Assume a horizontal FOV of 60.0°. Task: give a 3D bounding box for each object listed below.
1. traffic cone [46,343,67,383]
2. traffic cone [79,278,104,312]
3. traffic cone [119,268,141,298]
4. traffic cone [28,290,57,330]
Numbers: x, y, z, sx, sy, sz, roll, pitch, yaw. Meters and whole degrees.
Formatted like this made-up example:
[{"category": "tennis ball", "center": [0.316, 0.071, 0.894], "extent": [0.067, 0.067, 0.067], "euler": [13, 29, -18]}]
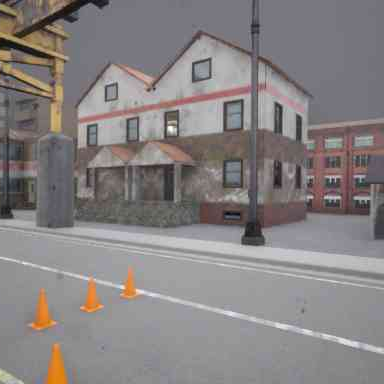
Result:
[{"category": "traffic cone", "center": [-1.479, 1.952, 3.625], "extent": [0.340, 0.580, 0.340], "euler": [0, 0, 36]}, {"category": "traffic cone", "center": [-1.931, 1.949, 6.417], "extent": [0.340, 0.580, 0.340], "euler": [0, 0, 36]}, {"category": "traffic cone", "center": [-1.346, 1.949, 7.228], "extent": [0.340, 0.580, 0.340], "euler": [0, 0, 36]}, {"category": "traffic cone", "center": [-2.516, 1.949, 5.606], "extent": [0.340, 0.580, 0.340], "euler": [0, 0, 36]}]
